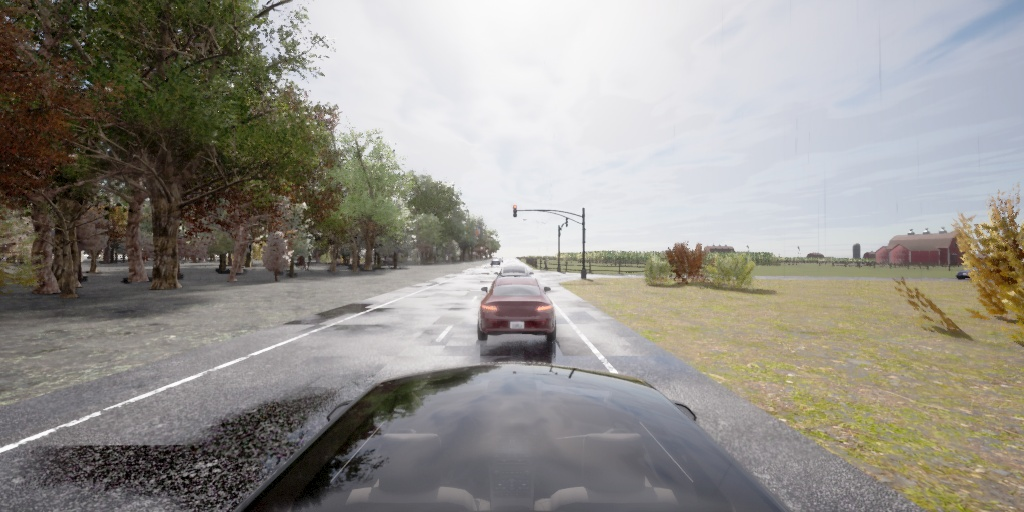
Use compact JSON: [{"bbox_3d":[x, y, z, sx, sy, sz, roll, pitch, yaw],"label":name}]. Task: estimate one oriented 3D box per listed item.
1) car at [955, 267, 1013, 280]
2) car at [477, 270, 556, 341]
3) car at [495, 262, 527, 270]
[{"bbox_3d":[48.942,1.845,37.138,4.181,1.385,1.994,1,-1,0],"label":"car"},{"bbox_3d":[0.111,1.278,9.780,1.812,1.442,4.674,0,0,0],"label":"car"},{"bbox_3d":[0.104,1.259,19.042,1.837,1.490,4.892,0,0,0],"label":"car"}]
